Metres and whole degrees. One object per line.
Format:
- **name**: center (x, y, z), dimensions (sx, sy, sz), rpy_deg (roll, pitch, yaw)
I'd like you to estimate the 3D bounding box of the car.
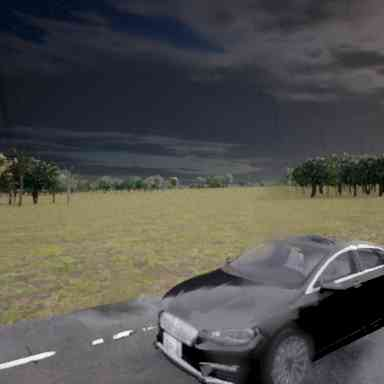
- **car**: center (1.770, 1.492, 5.250), dimensions (4.902, 1.511, 2.128), rpy_deg (0, 0, -35)
